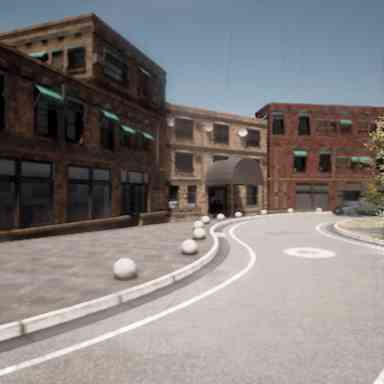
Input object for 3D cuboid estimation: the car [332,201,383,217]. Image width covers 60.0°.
[{"bbox_3d":[14.733,1.474,29.624,4.181,1.385,1.994,0,0,-13],"label":"car"}]
